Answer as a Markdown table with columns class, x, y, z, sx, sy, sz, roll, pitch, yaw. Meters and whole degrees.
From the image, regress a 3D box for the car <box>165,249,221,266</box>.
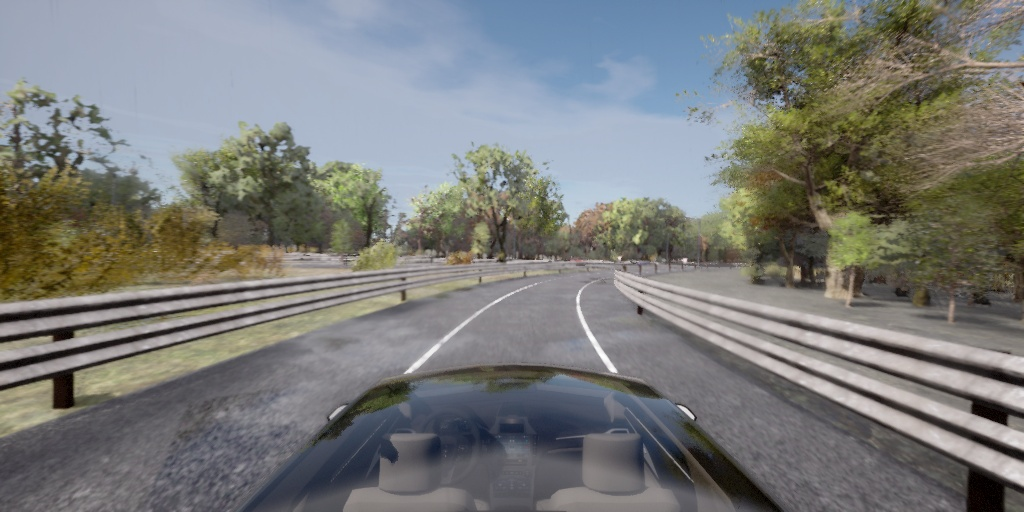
| class | x | y | z | sx | sy | sz | roll | pitch | yaw |
| --- | --- | --- | --- | --- | --- | --- | --- | --- | --- |
| car | -33.812 | 0.254 | 38.196 | 4.718 | 1.301 | 1.895 | 2 | 0 | -36 |

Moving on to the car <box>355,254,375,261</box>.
| class | x | y | z | sx | sy | sz | roll | pitch | yaw |
| --- | --- | --- | --- | --- | --- | --- | --- | --- | --- |
| car | -20.387 | 0.510 | 52.150 | 5.008 | 1.535 | 1.882 | 2 | 0 | -36 |
